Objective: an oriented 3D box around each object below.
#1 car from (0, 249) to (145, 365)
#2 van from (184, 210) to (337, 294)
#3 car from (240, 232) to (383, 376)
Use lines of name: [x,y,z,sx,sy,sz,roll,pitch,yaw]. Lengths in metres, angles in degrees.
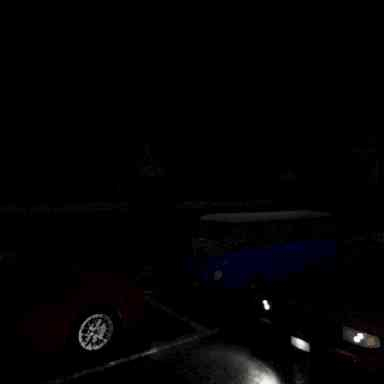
car: [-2.853,1.545,4.498,4.507,1.381,1.887,0,0,-36]
van: [1.741,1.351,7.801,3.998,1.788,1.690,0,0,-36]
car: [3.544,1.558,5.807,5.357,1.411,2.033,0,0,-36]
